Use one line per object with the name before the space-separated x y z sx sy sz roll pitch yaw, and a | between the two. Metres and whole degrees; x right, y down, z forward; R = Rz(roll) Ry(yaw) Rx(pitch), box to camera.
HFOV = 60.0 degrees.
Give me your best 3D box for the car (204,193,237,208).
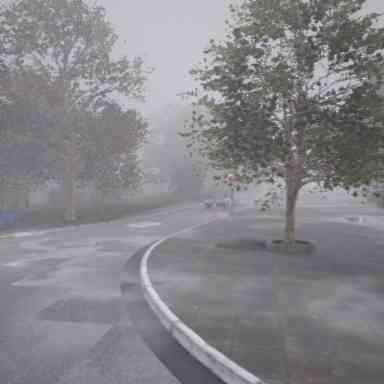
car | 2.723 0.717 30.369 1.895 1.301 4.718 -1 2 21
